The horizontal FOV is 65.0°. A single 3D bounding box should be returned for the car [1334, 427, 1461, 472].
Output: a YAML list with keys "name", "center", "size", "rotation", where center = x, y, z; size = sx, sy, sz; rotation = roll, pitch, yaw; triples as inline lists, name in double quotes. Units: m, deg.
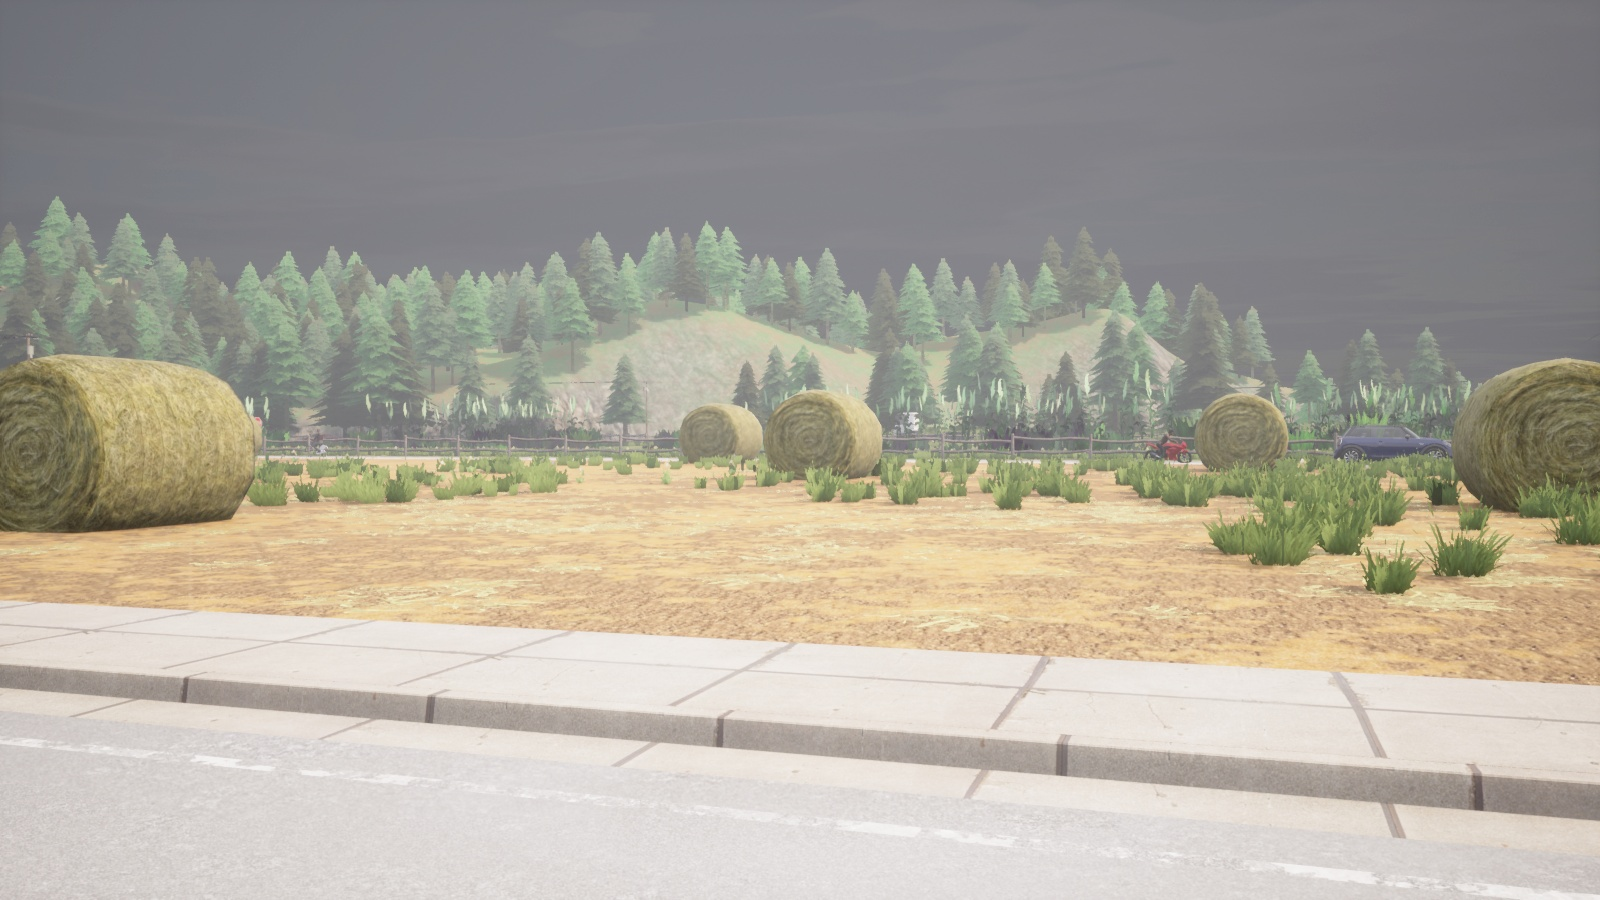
- name: "car"
  center: [24.135, -0.048, 50.938]
  size: [4.553, 1.767, 2.097]
  rotation: [1, 1, 23]

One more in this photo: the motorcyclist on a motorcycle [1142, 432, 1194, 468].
- name: "motorcyclist on a motorcycle"
  center: [15.920, -0.010, 54.335]
  size: [2.044, 1.523, 0.797]
  rotation: [1, 1, 22]
